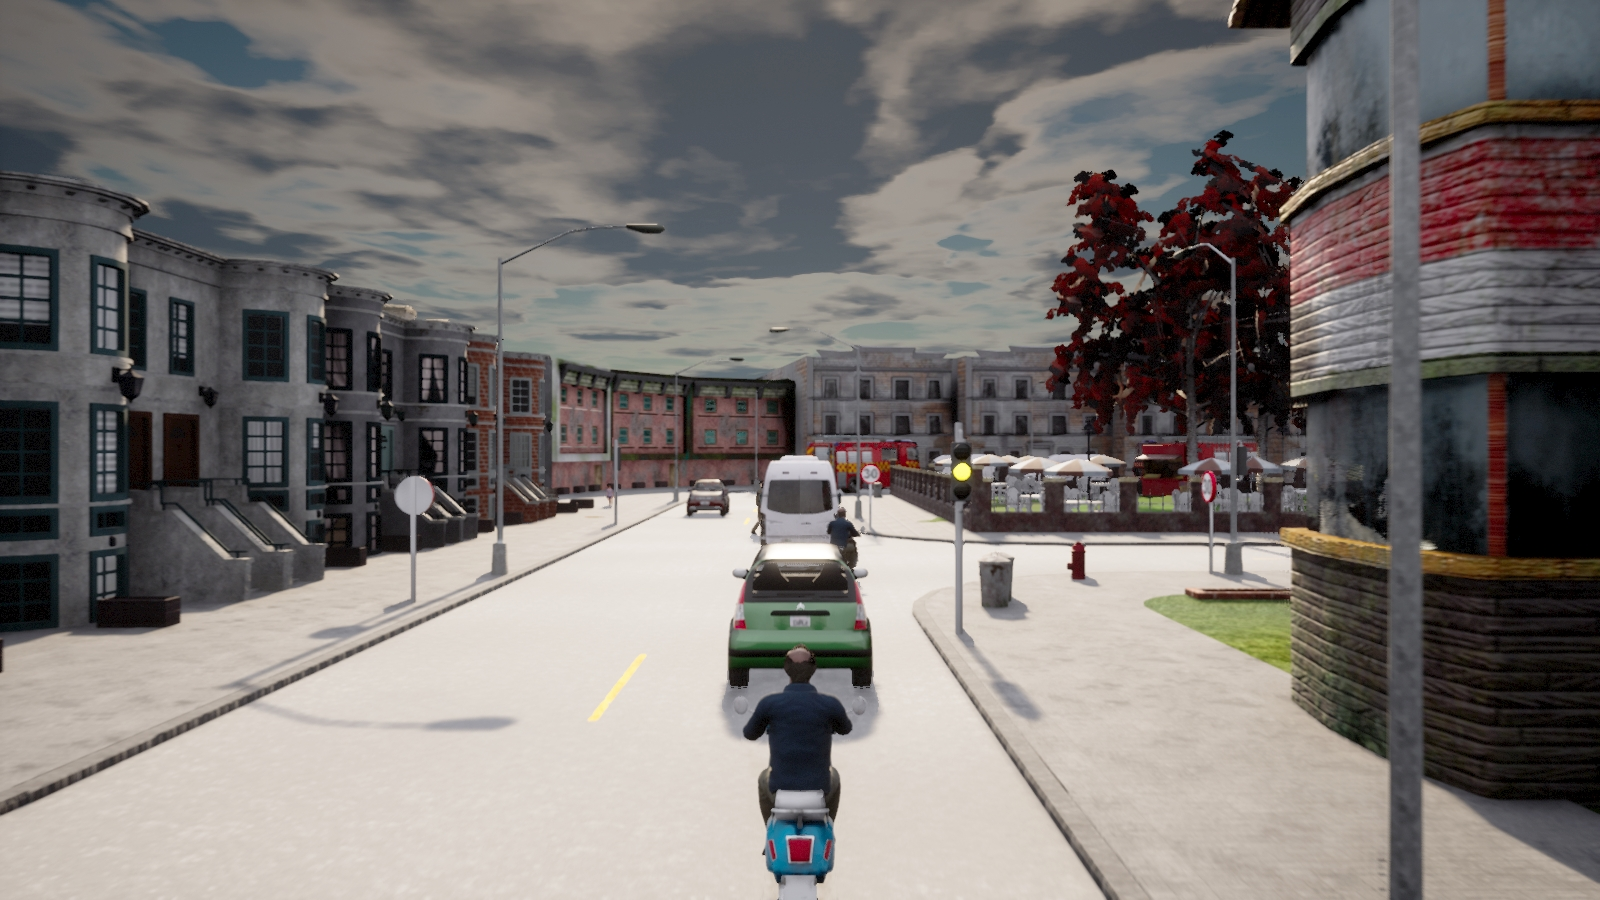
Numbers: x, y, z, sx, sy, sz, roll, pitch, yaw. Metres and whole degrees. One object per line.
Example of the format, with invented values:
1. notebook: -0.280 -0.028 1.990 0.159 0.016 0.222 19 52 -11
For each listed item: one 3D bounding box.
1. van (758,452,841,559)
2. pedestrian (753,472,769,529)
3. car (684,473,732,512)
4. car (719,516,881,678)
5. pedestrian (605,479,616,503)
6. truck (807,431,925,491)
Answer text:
1. van: -0.009 1.335 30.300 1.988 2.561 5.915 0 0 0
2. pedestrian: -1.286 1.654 37.530 0.375 1.860 0.375 0 0 -36
3. car: -4.015 1.840 50.189 1.789 1.549 3.705 0 0 0
4. car: -0.001 1.791 15.027 1.851 1.617 3.988 0 0 0
5. pedestrian: -9.018 1.942 54.358 0.500 1.100 0.500 0 0 -7
6. truck: 4.516 0.724 76.747 8.468 3.827 2.891 0 0 -43
